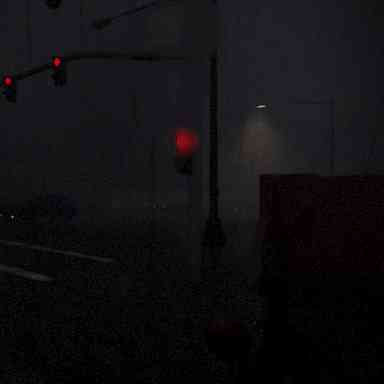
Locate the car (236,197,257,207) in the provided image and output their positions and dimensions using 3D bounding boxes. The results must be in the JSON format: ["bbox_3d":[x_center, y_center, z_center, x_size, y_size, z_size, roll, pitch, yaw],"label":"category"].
[{"bbox_3d":[8.590,1.581,52.299,1.812,1.442,4.674,0,0,36],"label":"car"}]

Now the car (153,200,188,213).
[{"bbox_3d":[-2.254,1.613,37.404,1.895,1.301,4.718,0,0,36],"label":"car"}]

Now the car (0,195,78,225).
[{"bbox_3d":[-11.291,1.234,24.859,2.150,2.045,5.566,0,0,36],"label":"car"}]
